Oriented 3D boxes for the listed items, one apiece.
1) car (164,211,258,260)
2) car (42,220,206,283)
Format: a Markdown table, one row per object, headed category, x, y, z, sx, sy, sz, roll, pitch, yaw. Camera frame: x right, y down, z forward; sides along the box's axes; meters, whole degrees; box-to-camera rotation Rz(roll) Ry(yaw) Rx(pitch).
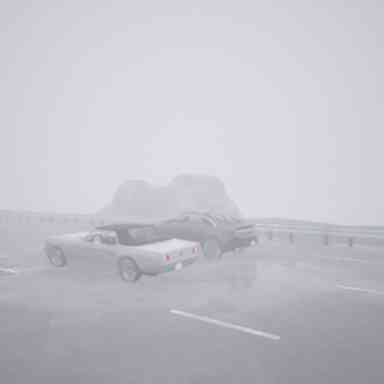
| category | x | y | z | sx | sy | sz | roll | pitch | yaw |
| --- | --- | --- | --- | --- | --- | --- | --- | --- | --- |
| car | -0.004 | 1.455 | 12.299 | 4.902 | 1.511 | 2.128 | 0 | 0 | 34 |
| car | -2.186 | 1.571 | 9.570 | 4.718 | 1.301 | 1.895 | 0 | 0 | 33 |
